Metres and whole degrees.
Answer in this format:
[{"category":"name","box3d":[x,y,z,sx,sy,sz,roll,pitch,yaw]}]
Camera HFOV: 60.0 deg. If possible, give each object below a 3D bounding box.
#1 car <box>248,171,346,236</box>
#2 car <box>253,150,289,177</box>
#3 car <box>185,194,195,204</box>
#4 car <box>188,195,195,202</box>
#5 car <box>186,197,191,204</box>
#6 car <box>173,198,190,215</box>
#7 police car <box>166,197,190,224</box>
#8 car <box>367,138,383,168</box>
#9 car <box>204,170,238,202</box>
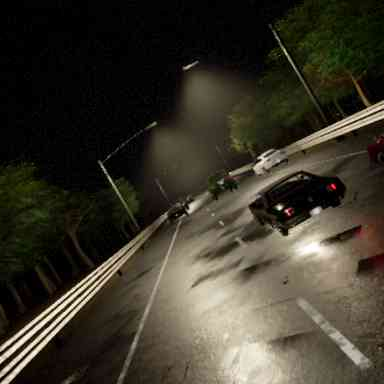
[{"category":"car","box3d":[2.954,0.234,10.529,1.895,1.301,4.718,-30,0,0]},{"category":"car","box3d":[5.817,-2.296,25.389,1.812,1.442,4.674,-30,0,-2]},{"category":"car","box3d":[-0.585,1.766,87.640,2.128,1.511,4.902,-30,1,0]},{"category":"car","box3d":[-0.535,1.732,67.568,2.033,1.411,5.357,-31,0,0]},{"category":"car","box3d":[-1.635,1.843,43.196,2.150,2.045,5.566,-30,0,0]},{"category":"car","box3d":[-1.510,2.100,49.166,1.882,1.535,5.008,-30,0,0]},{"category":"police car","box3d":[-1.527,1.955,33.275,1.930,1.638,5.238,-30,0,0]},{"category":"car","box3d":[5.974,-1.553,7.674,1.895,1.301,4.718,-30,0,0]},{"category":"car","box3d":[2.383,-0.604,28.861,2.150,2.045,5.566,-30,0,0]}]
